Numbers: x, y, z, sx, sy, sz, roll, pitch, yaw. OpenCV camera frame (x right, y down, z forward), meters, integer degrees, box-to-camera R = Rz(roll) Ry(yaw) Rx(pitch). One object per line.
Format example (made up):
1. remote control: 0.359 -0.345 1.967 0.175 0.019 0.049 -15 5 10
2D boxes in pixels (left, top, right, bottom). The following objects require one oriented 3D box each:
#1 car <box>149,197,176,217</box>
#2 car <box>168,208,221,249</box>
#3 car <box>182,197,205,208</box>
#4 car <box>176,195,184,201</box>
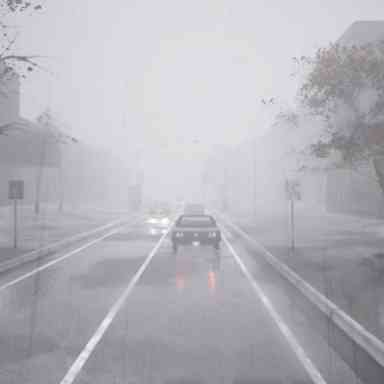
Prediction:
1. car: -2.959 1.514 31.696 2.128 1.511 4.902 0 0 0
2. car: 0.161 1.612 14.502 1.895 1.301 4.718 0 0 0
3. car: 0.242 1.501 32.887 1.882 1.535 5.008 0 0 0
4. car: -2.684 1.360 72.640 1.895 1.301 4.718 0 1 0
